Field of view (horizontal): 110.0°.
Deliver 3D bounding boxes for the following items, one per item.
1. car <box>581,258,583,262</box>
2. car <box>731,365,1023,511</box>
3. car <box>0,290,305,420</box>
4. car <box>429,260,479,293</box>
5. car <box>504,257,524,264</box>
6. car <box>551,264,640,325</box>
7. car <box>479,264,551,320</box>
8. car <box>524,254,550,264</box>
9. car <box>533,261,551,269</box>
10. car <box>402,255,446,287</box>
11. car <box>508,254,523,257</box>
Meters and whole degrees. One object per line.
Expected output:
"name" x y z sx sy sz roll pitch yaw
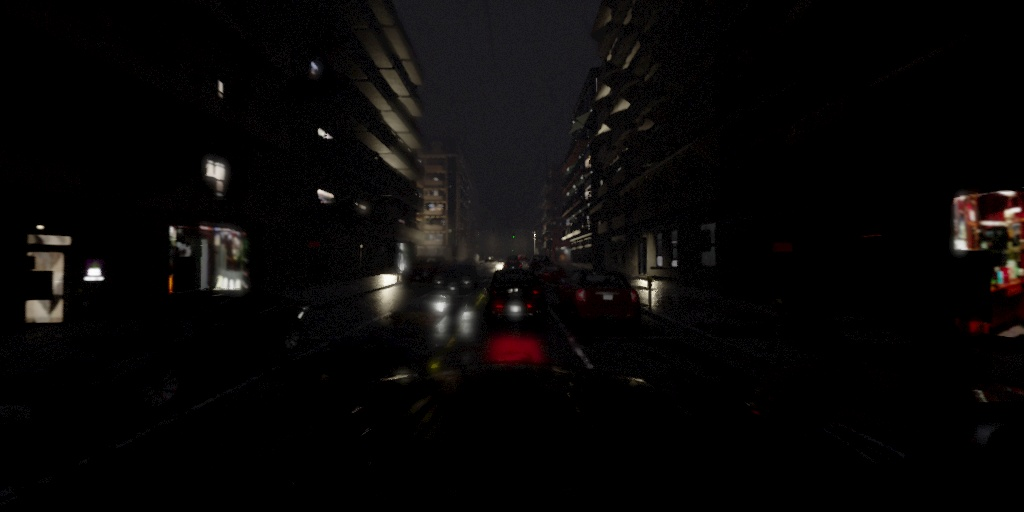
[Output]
"car" 13.768 0.755 62.553 4.403 1.370 2.007 0 0 0
"car" 2.534 1.076 0.423 2.192 1.841 5.009 0 0 0
"car" -5.312 1.278 6.017 1.948 1.339 4.313 0 0 0
"car" -2.841 1.150 19.781 2.033 1.411 5.357 0 0 0
"car" 0.112 1.052 36.009 1.994 1.385 4.181 0 0 0
"car" 2.538 1.108 11.485 1.967 1.591 4.097 0 0 0
"car" 0.067 1.167 12.089 1.837 1.490 4.892 0 0 -1
"car" 2.546 0.818 33.609 2.192 1.841 5.009 0 0 0
"car" 2.542 1.164 22.547 1.802 1.307 4.207 0 0 0
"car" -5.306 0.896 22.605 2.192 1.841 5.009 0 0 0
"car" 0.118 0.746 51.044 2.097 1.767 4.553 0 0 0
